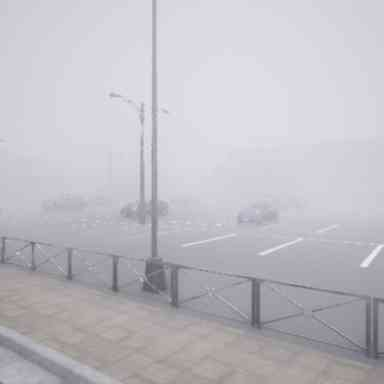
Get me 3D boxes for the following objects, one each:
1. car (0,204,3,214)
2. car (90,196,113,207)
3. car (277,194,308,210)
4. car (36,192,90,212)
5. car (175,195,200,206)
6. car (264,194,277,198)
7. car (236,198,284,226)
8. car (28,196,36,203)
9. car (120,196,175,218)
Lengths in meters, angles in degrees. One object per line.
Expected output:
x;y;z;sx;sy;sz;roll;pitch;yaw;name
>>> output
-18.451;1.359;28.372;1.970;1.475;3.806;0;0;35;car
-13.479;1.319;47.499;2.007;1.523;4.514;0;0;35;car
12.068;1.148;38.977;1.932;1.855;4.605;0;0;35;car
-13.588;1.108;35.318;1.932;1.855;4.605;0;0;35;car
-0.992;1.193;47.702;2.152;1.636;5.027;0;0;35;car
9.457;1.125;40.318;1.905;1.878;3.866;0;0;35;car
4.309;1.345;21.745;1.845;1.501;3.633;0;0;35;car
-27.015;1.044;61.133;2.150;2.045;5.566;0;0;36;car
-3.827;1.316;27.547;2.007;1.523;4.514;0;0;35;car
